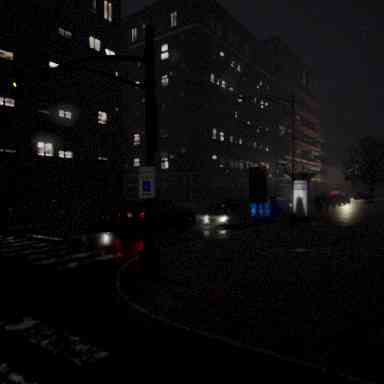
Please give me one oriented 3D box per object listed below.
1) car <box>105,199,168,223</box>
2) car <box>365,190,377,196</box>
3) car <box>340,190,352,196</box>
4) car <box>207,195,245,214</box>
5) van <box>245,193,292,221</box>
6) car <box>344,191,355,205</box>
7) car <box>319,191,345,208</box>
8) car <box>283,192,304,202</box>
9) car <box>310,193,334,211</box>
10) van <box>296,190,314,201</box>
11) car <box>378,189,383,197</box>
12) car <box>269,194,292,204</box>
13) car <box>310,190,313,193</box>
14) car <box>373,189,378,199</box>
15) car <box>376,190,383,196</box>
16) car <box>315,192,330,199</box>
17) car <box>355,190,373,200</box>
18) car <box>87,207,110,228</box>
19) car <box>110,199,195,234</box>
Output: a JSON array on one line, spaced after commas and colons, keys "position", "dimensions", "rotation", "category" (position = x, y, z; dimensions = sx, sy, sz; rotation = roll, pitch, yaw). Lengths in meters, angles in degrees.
[{"position": [-3.871, 1.271, 23.960], "dimensions": [1.887, 1.381, 4.507], "rotation": [1, 1, 36], "category": "car"}, {"position": [44.184, 0.208, 82.109], "dimensions": [1.994, 1.385, 4.181], "rotation": [0, 1, 36], "category": "car"}, {"position": [38.791, 0.266, 83.688], "dimensions": [2.008, 1.369, 4.403], "rotation": [1, 1, 36], "category": "car"}, {"position": [3.224, 1.086, 29.665], "dimensions": [1.882, 1.535, 5.008], "rotation": [0, 1, 36], "category": "car"}, {"position": [5.657, 1.002, 23.736], "dimensions": [1.690, 1.788, 3.998], "rotation": [1, 1, 36], "category": "van"}, {"position": [18.797, 0.916, 42.138], "dimensions": [1.947, 1.339, 4.313], "rotation": [1, 1, 36], "category": "car"}, {"position": [15.512, 0.973, 37.538], "dimensions": [1.887, 1.381, 4.507], "rotation": [1, 1, 36], "category": "car"}, {"position": [15.721, 0.789, 51.388], "dimensions": [1.752, 1.417, 4.829], "rotation": [1, 1, 36], "category": "car"}, {"position": [12.227, 1.072, 32.939], "dimensions": [1.947, 1.339, 4.313], "rotation": [1, 1, 36], "category": "car"}, {"position": [19.102, 0.524, 56.117], "dimensions": [1.690, 1.788, 3.998], "rotation": [1, 1, 36], "category": "van"}, {"position": [41.793, 0.349, 74.332], "dimensions": [1.887, 1.381, 4.507], "rotation": [1, 1, 36], "category": "car"}, {"position": [12.538, 0.921, 46.933], "dimensions": [1.802, 1.307, 4.206], "rotation": [1, 1, 36], "category": "car"}, {"position": [15.237, 0.677, 46.351], "dimensions": [2.097, 1.767, 4.553], "rotation": [0, 1, 36], "category": "car"}, {"position": [31.938, 0.583, 60.534], "dimensions": [1.887, 1.381, 4.507], "rotation": [1, 1, 36], "category": "car"}, {"position": [45.078, 0.308, 78.932], "dimensions": [1.802, 1.307, 4.206], "rotation": [1, 1, 36], "category": "car"}, {"position": [25.665, 0.609, 65.311], "dimensions": [1.802, 1.307, 4.206], "rotation": [1, 1, 36], "category": "car"}, {"position": [28.653, 0.557, 55.933], "dimensions": [1.967, 1.590, 4.097], "rotation": [1, 1, 36], "category": "car"}, {"position": [-3.828, 1.253, 19.804], "dimensions": [1.882, 1.535, 5.008], "rotation": [0, 1, 37], "category": "car"}, {"position": [-1.772, 1.136, 17.772], "dimensions": [2.097, 1.767, 4.553], "rotation": [0, 1, 36], "category": "car"}]
